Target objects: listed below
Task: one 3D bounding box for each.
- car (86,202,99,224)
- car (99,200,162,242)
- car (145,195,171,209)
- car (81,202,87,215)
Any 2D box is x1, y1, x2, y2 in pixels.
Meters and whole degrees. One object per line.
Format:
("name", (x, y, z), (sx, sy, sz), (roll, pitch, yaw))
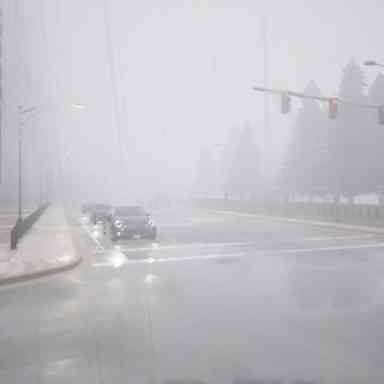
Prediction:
("car", (-7.185, 1.675, 26.936), (1.837, 1.490, 4.892), (0, 0, -22))
("car", (-3.347, 1.483, 17.369), (2.097, 1.767, 4.553), (0, 0, -22))
("car", (-4.912, 1.507, 49.864), (2.150, 2.045, 5.566), (0, 0, -22))
("car", (-11.280, 1.812, 37.162), (1.895, 1.301, 4.718), (0, 0, -22))
